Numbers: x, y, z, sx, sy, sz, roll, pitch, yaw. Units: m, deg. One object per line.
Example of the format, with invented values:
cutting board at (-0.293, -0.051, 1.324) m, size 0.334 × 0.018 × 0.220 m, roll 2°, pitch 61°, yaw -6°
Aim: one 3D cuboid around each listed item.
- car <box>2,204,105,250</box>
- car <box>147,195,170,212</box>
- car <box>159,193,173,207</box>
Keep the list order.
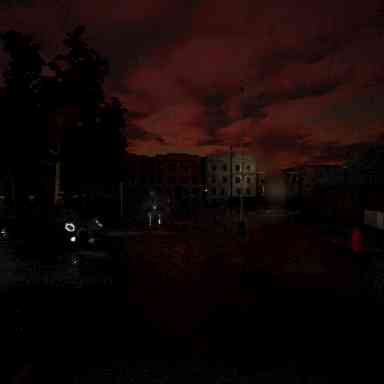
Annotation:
car at (-6.000, 1.351, 14.366) m, size 4.553 × 1.767 × 2.097 m, roll 0°, pitch 0°, yaw 27°
car at (-4.147, 1.489, 39.421) m, size 2.128 × 1.511 × 4.902 m, roll 0°, pitch 0°, yaw 0°
car at (-4.128, 1.219, 50.009) m, size 2.150 × 2.045 × 5.566 m, roll 0°, pitch 0°, yaw 1°
